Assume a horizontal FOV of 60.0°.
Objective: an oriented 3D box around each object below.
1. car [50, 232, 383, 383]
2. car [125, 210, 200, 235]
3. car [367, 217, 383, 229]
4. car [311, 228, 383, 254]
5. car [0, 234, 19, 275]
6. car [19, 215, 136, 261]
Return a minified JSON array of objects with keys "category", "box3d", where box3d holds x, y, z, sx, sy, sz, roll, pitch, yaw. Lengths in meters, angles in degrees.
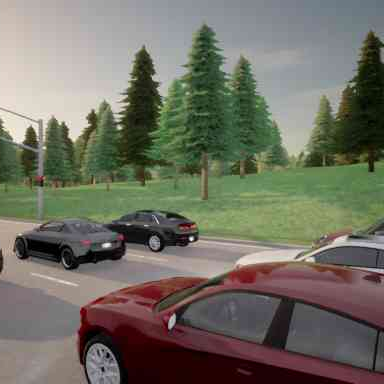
[{"category":"car","box3d":[0.888,1.478,3.357,5.008,1.535,1.882,0,0,36]},{"category":"car","box3d":[-1.984,1.505,13.890,4.892,1.490,1.837,0,0,36]},{"category":"car","box3d":[5.491,1.352,8.671,4.553,1.767,2.097,0,0,36]},{"category":"car","box3d":[3.013,1.526,6.138,4.674,1.442,1.812,0,0,35]},{"category":"car","box3d":[-6.628,1.526,8.615,4.674,1.442,1.812,0,0,36]},{"category":"car","box3d":[-4.163,1.564,11.143,4.181,1.385,1.994,0,0,36]}]
